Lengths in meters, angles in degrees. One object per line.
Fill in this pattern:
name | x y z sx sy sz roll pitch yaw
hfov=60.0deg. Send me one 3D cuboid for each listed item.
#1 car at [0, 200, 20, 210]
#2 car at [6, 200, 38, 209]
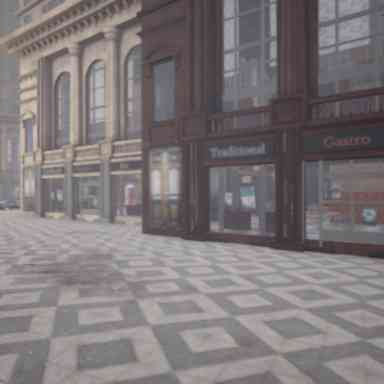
car | -24.104 1.853 44.958 1.947 1.339 4.313 -1 -1 36
car | -27.802 1.965 54.424 1.947 1.339 4.313 -1 -1 36
